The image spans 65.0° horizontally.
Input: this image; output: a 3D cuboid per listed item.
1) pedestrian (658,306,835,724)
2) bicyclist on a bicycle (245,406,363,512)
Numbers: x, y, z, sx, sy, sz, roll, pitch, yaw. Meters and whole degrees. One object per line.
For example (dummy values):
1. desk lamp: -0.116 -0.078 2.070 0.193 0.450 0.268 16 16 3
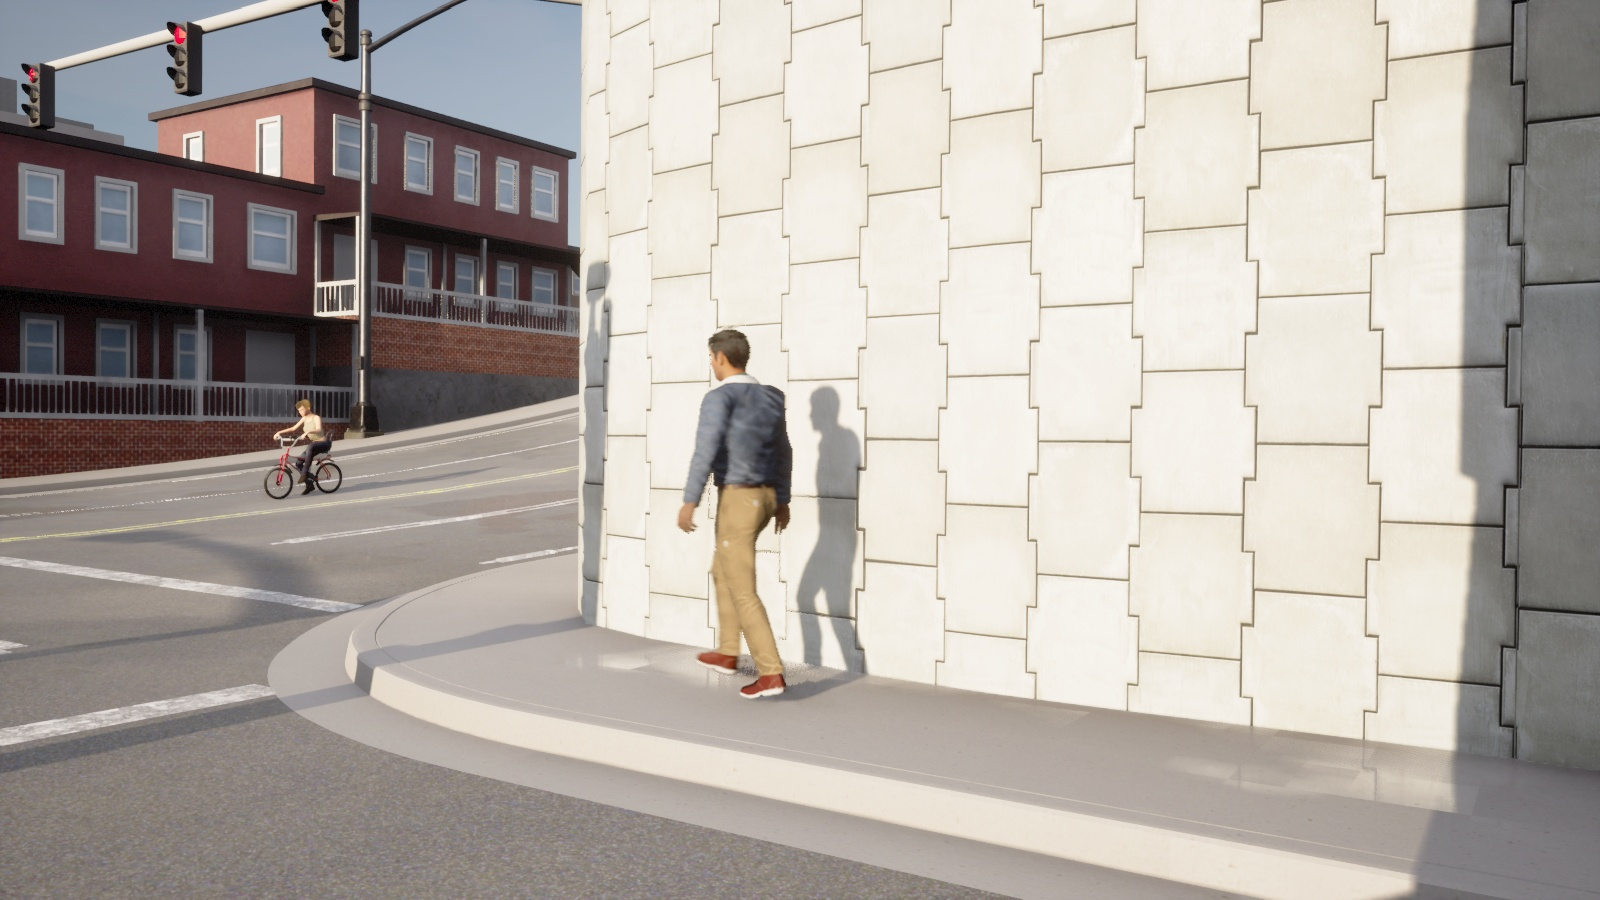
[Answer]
1. pedestrian: -0.274 0.301 6.264 0.788 1.949 0.423 0 1 41
2. bicyclist on a bicycle: -8.249 0.120 20.942 0.866 1.612 1.509 0 5 33
